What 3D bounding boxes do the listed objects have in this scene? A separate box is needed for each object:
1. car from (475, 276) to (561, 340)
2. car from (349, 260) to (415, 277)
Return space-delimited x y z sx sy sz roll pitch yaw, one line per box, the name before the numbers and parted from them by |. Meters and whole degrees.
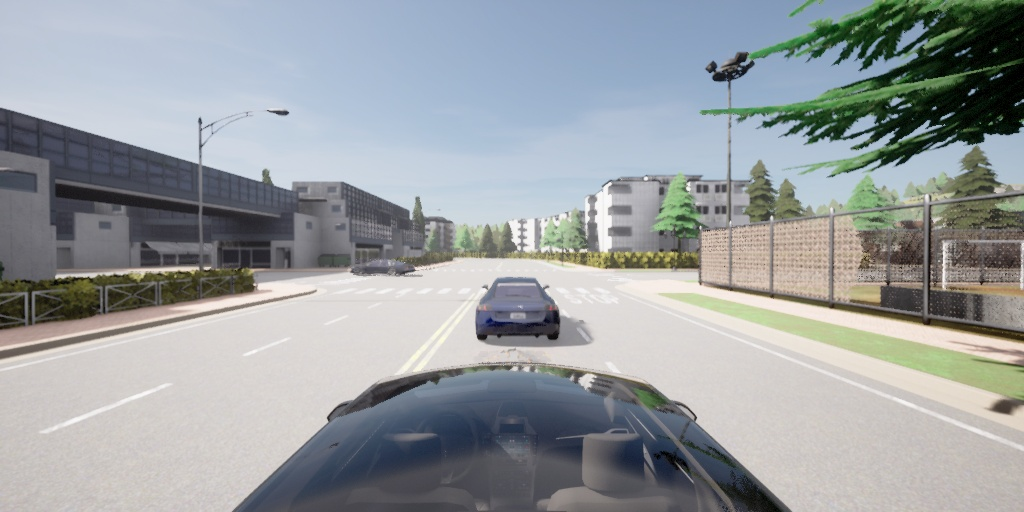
car | 0.109 1.237 9.728 1.994 1.385 4.181 0 1 -1
car | -11.214 1.017 31.102 5.357 1.411 2.033 0 0 7
